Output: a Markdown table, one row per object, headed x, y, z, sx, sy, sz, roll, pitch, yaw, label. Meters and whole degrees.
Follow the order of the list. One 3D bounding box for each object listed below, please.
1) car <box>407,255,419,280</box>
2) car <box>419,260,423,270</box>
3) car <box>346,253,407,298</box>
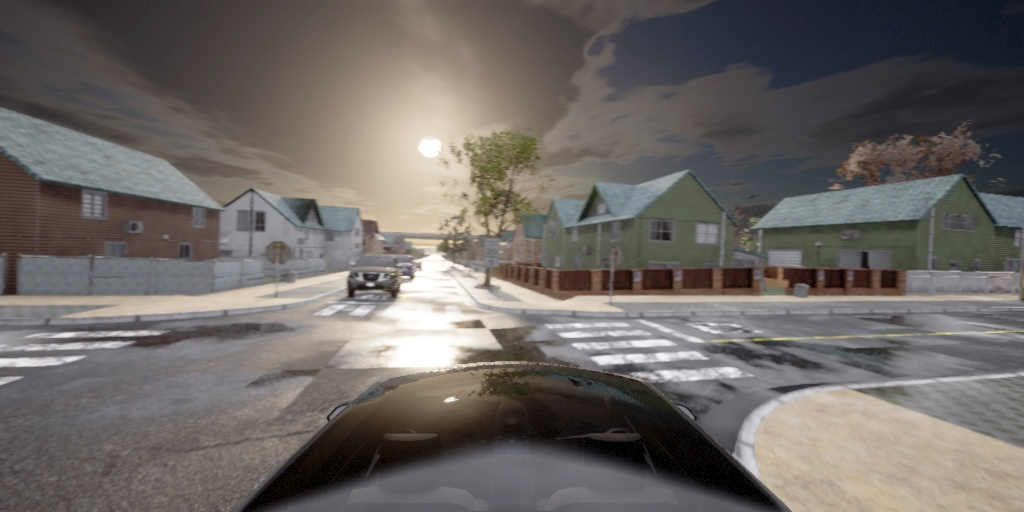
| x | y | z | sx | sy | sz | roll | pitch | yaw | label |
| --- | --- | --- | --- | --- | --- | --- | --- | --- | --- |
| -9.635 | 0.925 | 31.434 | 2.150 | 2.045 | 5.566 | 2 | 0 | -12 | car |
| -13.962 | 1.272 | 52.255 | 2.128 | 1.511 | 4.902 | 2 | -1 | -12 | car |
| -6.769 | 0.893 | 18.159 | 2.150 | 2.045 | 5.566 | 2 | -1 | -14 | car |
